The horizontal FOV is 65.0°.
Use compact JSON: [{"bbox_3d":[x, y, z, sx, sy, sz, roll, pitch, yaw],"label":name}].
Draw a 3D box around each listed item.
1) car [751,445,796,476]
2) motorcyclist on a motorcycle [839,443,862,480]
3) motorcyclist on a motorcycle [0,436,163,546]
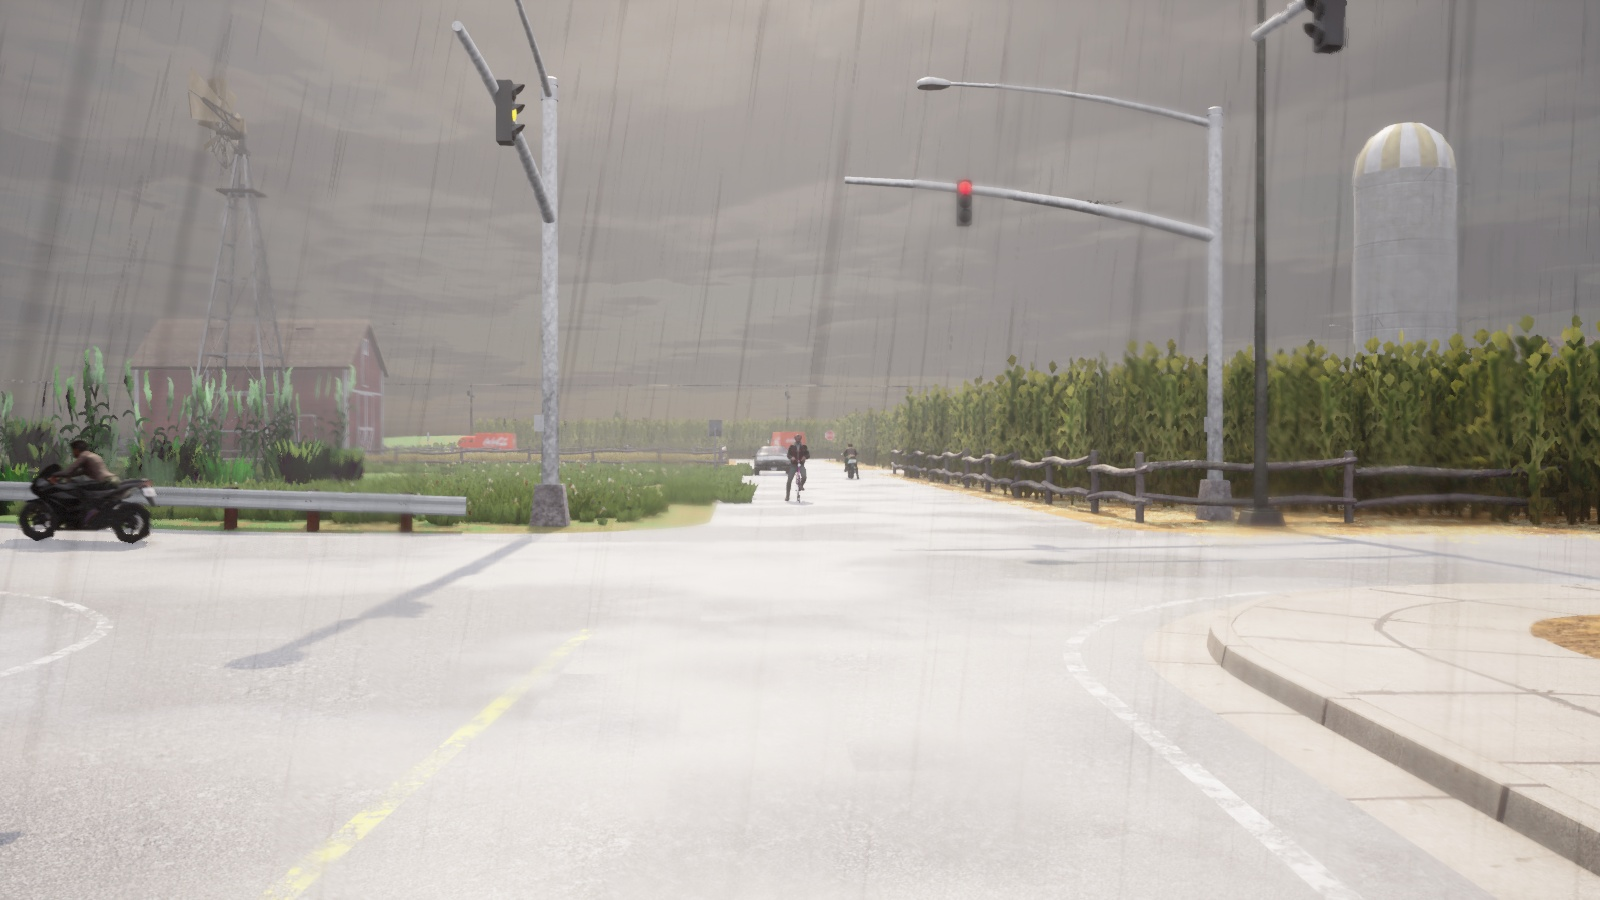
[{"bbox_3d":[-1.297,0.487,60.305,2.033,1.411,5.357,0,0,-3],"label":"car"},{"bbox_3d":[2.136,0.466,52.930,0.797,1.523,2.044,0,0,-3],"label":"motorcyclist on a motorcycle"},{"bbox_3d":[-10.648,0.592,18.550,2.044,1.523,0.797,2,0,2],"label":"motorcyclist on a motorcycle"}]
